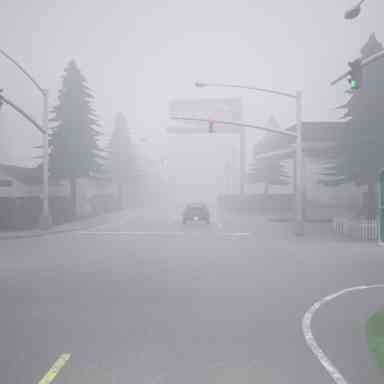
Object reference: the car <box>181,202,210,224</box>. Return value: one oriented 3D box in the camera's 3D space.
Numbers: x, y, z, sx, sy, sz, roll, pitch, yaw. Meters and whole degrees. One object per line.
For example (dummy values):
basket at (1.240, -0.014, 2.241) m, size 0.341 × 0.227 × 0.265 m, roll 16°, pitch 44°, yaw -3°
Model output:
car at (0.274, 1.503, 24.800) m, size 1.837 × 1.490 × 4.892 m, roll 0°, pitch 0°, yaw 0°

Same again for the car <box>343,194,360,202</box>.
car at (35.185, 1.489, 71.662) m, size 2.007 × 1.523 × 4.514 m, roll 0°, pitch 0°, yaw 0°

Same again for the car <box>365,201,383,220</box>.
car at (18.813, 1.672, 30.537) m, size 4.611 × 1.667 × 2.242 m, roll 0°, pitch 0°, yaw 0°

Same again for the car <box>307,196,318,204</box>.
car at (22.751, 1.552, 63.919) m, size 1.970 × 1.475 × 3.806 m, roll 0°, pitch 0°, yaw 0°

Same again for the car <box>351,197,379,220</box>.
car at (14.464, 1.505, 24.884) m, size 3.866 × 1.878 × 1.905 m, roll 0°, pitch 0°, yaw 0°
